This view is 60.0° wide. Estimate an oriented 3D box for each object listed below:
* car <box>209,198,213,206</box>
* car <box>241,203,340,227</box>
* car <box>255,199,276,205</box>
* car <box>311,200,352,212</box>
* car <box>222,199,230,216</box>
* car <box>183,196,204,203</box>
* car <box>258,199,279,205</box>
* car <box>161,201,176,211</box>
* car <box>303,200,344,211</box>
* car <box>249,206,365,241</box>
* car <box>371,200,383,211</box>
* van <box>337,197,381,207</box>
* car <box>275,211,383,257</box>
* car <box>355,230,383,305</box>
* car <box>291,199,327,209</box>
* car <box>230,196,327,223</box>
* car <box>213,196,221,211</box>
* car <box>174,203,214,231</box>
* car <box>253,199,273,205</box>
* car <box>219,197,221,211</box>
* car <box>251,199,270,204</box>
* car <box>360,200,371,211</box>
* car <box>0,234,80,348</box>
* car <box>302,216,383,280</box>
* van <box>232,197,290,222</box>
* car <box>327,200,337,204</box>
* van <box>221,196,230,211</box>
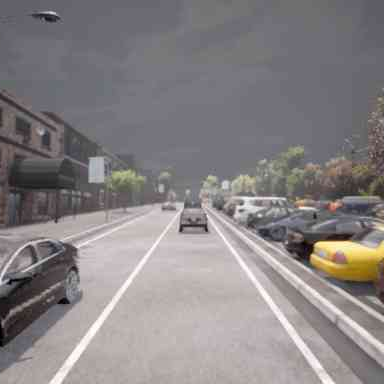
[{"bbox_3d":[5.625,1.614,47.535,5.566,2.045,2.435,0,-1,0],"label":"car"},{"bbox_3d":[5.609,1.597,19.498,4.892,1.521,2.231,0,0,0],"label":"car"},{"bbox_3d":[18.709,2.517,84.716,5.008,1.535,2.097,0,-1,0],"label":"car"},{"bbox_3d":[18.677,1.870,44.733,4.674,1.452,2.002,0,-1,0],"label":"car"},{"bbox_3d":[5.594,1.694,30.715,4.892,1.521,2.231,0,0,0],"label":"car"},{"bbox_3d":[0.087,1.546,41.642,2.150,2.045,5.566,0,0,0],"label":"car"},{"bbox_3d":[18.699,2.500,81.568,4.674,1.452,2.002,0,-1,0],"label":"car"},{"bbox_3d":[-3.333,1.989,47.507,1.895,1.301,4.718,0,-1,0],"label":"car"},{"bbox_3d":[18.681,1.865,47.520,5.008,1.535,2.097,0,-1,0],"label":"car"},{"bbox_3d":[5.588,1.603,16.700,4.792,1.488,2.163,0,0,0],"label":"car"},{"bbox_3d":[18.496,1.667,28.028,5.366,1.575,1.946,0,0,0],"label":"car"},{"bbox_3d":[18.791,1.516,36.387,4.442,1.987,1.878,0,-1,0],"label":"van"},{"bbox_3d":[5.619,1.534,11.093,5.008,1.535,2.097,0,0,0],"label":"car"},{"bbox_3d":[5.661,1.532,5.489,4.792,1.488,2.163,0,0,0],"label":"car"},{"bbox_3d":[18.674,1.946,53.088,5.008,1.535,2.097,0,-1,0],"label":"car"},{"bbox_3d":[5.638,1.369,22.307,5.566,2.045,2.435,0,0,0],"label":"car"},{"bbox_3d":[5.623,1.517,39.126,5.566,2.045,2.435,0,-1,0],"label":"car"},{"bbox_3d":[0.099,1.697,21.906,2.033,1.411,5.357,0,0,0],"label":"car"},{"bbox_3d":[18.701,2.578,87.989,4.892,1.521,2.231,0,-1,0],"label":"car"},{"bbox_3d":[5.564,1.615,36.324,4.553,1.767,2.185,0,0,0],"label":"car"},{"bbox_3d":[18.705,2.677,91.264,4.674,1.452,2.002,0,-1,0],"label":"car"},{"bbox_3d":[18.677,1.734,30.813,4.674,1.452,2.002,0,0,0],"label":"car"},{"bbox_3d":[-3.350,1.523,5.410,2.128,1.511,4.902,0,0,0],"label":"car"},{"bbox_3d":[5.814,1.515,8.293,5.366,1.575,1.946,0,0,0],"label":"car"},{"bbox_3d":[5.719,1.443,27.914,4.442,1.987,1.878,0,0,0],"label":"van"},{"bbox_3d":[18.643,1.643,39.166,4.553,1.767,2.185,0,-1,0],"label":"car"},{"bbox_3d":[5.481,1.491,33.521,4.442,1.987,1.878,0,0,0],"label":"van"}]
